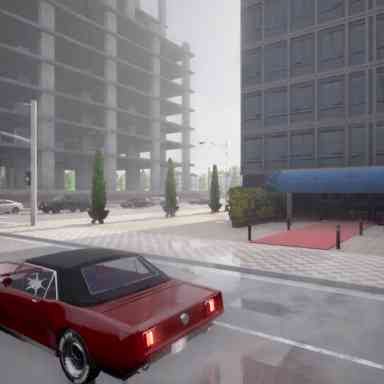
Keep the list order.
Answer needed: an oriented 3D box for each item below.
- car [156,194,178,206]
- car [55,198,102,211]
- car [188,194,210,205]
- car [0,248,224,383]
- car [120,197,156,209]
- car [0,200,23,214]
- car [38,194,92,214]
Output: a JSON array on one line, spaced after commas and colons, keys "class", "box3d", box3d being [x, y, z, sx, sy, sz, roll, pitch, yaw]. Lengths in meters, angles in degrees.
[{"class": "car", "box3d": [-4.579, 1.219, 55.051, 2.150, 2.045, 5.566, 0, 0, 36]}, {"class": "car", "box3d": [-14.158, 1.547, 41.768, 2.033, 1.411, 5.357, 0, 0, 36]}, {"class": "car", "box3d": [1.537, 1.547, 57.499, 2.033, 1.411, 5.357, 0, 0, 36]}, {"class": "car", "box3d": [-1.963, 1.601, 5.380, 4.718, 1.301, 1.895, 0, 0, 35]}, {"class": "car", "box3d": [-7.526, 1.506, 44.984, 1.837, 1.490, 4.892, 0, 0, 36]}, {"class": "car", "box3d": [-19.761, 1.526, 33.986, 1.812, 1.442, 4.674, 0, 0, 36]}, {"class": "car", "box3d": [-13.771, 1.221, 36.317, 2.150, 2.045, 5.566, 0, 0, 36]}]
